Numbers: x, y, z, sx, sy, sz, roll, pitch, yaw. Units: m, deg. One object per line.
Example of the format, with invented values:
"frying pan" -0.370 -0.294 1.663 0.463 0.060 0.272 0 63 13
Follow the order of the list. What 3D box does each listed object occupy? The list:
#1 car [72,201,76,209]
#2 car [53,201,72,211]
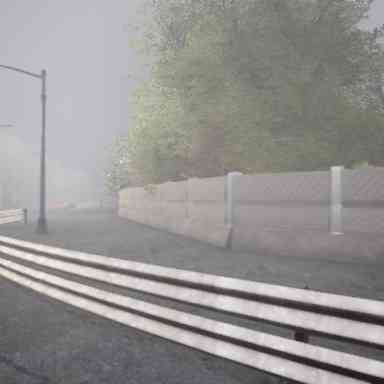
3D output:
"car" -25.421 2.649 69.080 1.882 1.535 5.008 0 -1 -11
"car" -23.530 2.406 59.757 2.097 1.767 4.553 0 -1 -11
